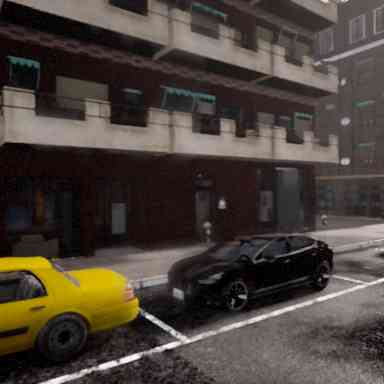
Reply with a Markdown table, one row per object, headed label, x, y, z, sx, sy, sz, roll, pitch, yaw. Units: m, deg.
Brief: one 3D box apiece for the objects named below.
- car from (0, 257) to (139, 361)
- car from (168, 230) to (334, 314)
| label | x | y | z | sx | sy | sz | roll | pitch | yaw |
| --- | --- | --- | --- | --- | --- | --- | --- | --- | --- |
| car | -3.119 | 1.526 | 4.352 | 4.829 | 1.417 | 1.752 | 0 | -1 | -35 |
| car | 1.517 | 1.588 | 7.656 | 4.313 | 1.339 | 1.947 | 0 | -1 | -35 |
